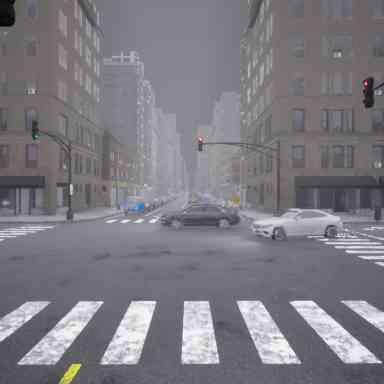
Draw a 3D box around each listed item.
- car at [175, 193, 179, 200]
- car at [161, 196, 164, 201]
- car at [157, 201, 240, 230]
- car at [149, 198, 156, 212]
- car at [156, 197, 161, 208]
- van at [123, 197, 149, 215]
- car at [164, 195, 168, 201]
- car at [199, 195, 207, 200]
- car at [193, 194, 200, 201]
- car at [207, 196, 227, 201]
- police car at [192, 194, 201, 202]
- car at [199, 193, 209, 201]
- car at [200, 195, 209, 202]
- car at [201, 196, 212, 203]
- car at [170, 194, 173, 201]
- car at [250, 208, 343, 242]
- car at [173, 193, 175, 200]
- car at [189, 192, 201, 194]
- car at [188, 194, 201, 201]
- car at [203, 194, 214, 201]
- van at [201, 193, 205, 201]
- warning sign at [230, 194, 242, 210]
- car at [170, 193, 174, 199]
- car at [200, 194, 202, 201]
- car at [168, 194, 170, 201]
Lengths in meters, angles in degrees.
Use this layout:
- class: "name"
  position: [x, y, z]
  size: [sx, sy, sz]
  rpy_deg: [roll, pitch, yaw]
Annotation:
- class: "car"
  position: [-5.491, 1.307, 90.082]
  size: [2.192, 1.841, 5.009]
  rpy_deg: [0, 0, 0]
- class: "car"
  position: [-5.655, 1.585, 50.405]
  size: [1.802, 1.307, 4.206]
  rpy_deg: [0, 0, 0]
- class: "car"
  position: [0.499, 1.505, 20.626]
  size: [4.892, 1.490, 1.837]
  rpy_deg: [0, 0, 0]
- class: "car"
  position: [-5.702, 1.443, 39.068]
  size: [1.967, 1.590, 4.097]
  rpy_deg: [0, 0, 0]
- class: "car"
  position: [-5.678, 1.569, 44.736]
  size: [1.947, 1.339, 4.313]
  rpy_deg: [0, 0, 0]
- class: "van"
  position: [-5.725, 1.343, 33.400]
  size: [1.690, 1.788, 3.998]
  rpy_deg: [0, 0, 0]
- class: "car"
  position: [-5.632, 1.569, 56.073]
  size: [1.947, 1.339, 4.313]
  rpy_deg: [0, 0, 0]
- class: "car"
  position: [3.034, 1.558, 90.060]
  size: [1.947, 1.339, 4.313]
  rpy_deg: [0, 0, 0]
- class: "car"
  position: [1.152, 1.448, 89.559]
  size: [1.801, 1.575, 5.366]
  rpy_deg: [0, 0, 0]
- class: "car"
  position: [2.801, 1.442, 33.367]
  size: [1.967, 1.590, 4.097]
  rpy_deg: [0, 0, 0]
- class: "police car"
  position: [1.120, 1.422, 79.464]
  size: [1.930, 1.638, 5.238]
  rpy_deg: [0, 0, -1]
- class: "car"
  position: [3.010, 1.309, 84.389]
  size: [2.192, 1.841, 5.009]
  rpy_deg: [0, 0, 0]
- class: "car"
  position: [2.988, 1.437, 78.721]
  size: [1.967, 1.590, 4.097]
  rpy_deg: [0, 0, 0]
- class: "car"
  position: [2.941, 1.551, 67.382]
  size: [2.008, 1.369, 4.403]
  rpy_deg: [0, 0, 0]
- class: "car"
  position: [-5.585, 1.567, 67.409]
  size: [1.947, 1.339, 4.313]
  rpy_deg: [0, 0, 0]
- class: "car"
  position: [5.153, 1.532, 16.337]
  size: [4.674, 1.442, 1.812]
  rpy_deg: [0, 0, -17]
- class: "car"
  position: [-5.539, 1.522, 78.576]
  size: [1.752, 1.417, 4.829]
  rpy_deg: [0, 0, 0]
- class: "car"
  position: [0.297, 1.039, 72.971]
  size: [2.150, 2.045, 5.566]
  rpy_deg: [0, 0, 0]
- class: "car"
  position: [0.255, 1.566, 62.937]
  size: [1.994, 1.385, 4.181]
  rpy_deg: [0, 0, 0]
- class: "car"
  position: [2.847, 1.443, 44.705]
  size: [1.967, 1.590, 4.097]
  rpy_deg: [0, 0, 0]
- class: "van"
  position: [2.894, 1.344, 56.043]
  size: [1.690, 1.788, 3.998]
  rpy_deg: [0, 0, 0]
- class: "warning sign"
  position: [5.227, 1.118, 39.351]
  size: [1.300, 1.860, 1.060]
  rpy_deg: [0, 0, 0]
- class: "car"
  position: [-5.561, 1.544, 73.077]
  size: [1.887, 1.381, 4.507]
  rpy_deg: [0, 0, 0]
- class: "car"
  position: [2.918, 1.527, 61.882]
  size: [1.752, 1.417, 4.829]
  rpy_deg: [0, 0, 0]
- class: "car"
  position: [-5.609, 1.527, 61.571]
  size: [1.752, 1.417, 4.829]
  rpy_deg: [0, 0, 0]
